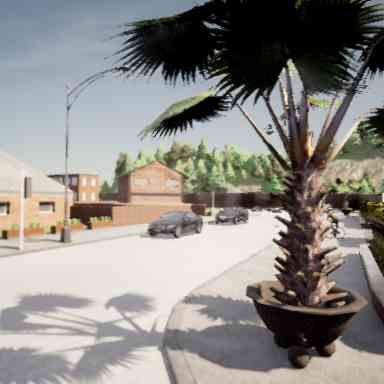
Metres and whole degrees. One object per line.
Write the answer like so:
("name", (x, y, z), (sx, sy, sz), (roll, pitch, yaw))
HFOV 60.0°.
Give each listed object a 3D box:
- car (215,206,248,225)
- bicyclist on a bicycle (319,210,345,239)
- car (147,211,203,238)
("car", (3.565, 2.039, 29.352), (2.128, 1.511, 4.902), (0, -1, 26))
("bicyclist on a bicycle", (7.486, 1.744, 18.176), (1.656, 1.620, 0.582), (0, -1, 26))
("car", (-0.859, 1.870, 20.157), (1.812, 1.442, 4.674), (0, -1, 26))
